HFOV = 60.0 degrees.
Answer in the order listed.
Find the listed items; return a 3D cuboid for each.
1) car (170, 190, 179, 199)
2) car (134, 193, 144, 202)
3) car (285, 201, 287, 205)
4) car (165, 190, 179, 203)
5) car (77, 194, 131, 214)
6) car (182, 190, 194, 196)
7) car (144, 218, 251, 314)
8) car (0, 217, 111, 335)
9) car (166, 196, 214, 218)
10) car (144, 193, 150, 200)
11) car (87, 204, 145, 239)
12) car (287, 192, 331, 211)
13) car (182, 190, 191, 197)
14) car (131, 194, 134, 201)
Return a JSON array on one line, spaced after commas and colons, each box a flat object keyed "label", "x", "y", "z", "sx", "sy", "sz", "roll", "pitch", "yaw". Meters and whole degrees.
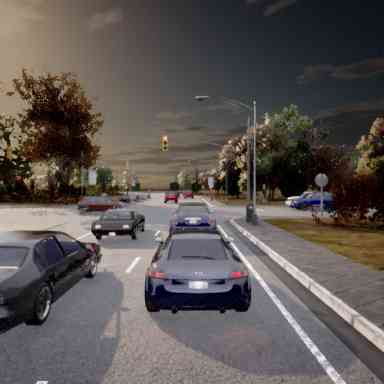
[{"label": "car", "x": -4.375, "y": 0.568, "z": 84.509, "sx": 2.150, "sy": 2.045, "sz": 5.566, "roll": 0, "pitch": 1, "yaw": -4}, {"label": "car", "x": -10.819, "y": 1.094, "z": 61.212, "sx": 2.128, "sy": 1.511, "sz": 4.902, "roll": 0, "pitch": 0, "yaw": 0}, {"label": "car", "x": 14.413, "y": 0.972, "z": 40.895, "sx": 5.566, "sy": 2.045, "sz": 2.150, "roll": 0, "pitch": 0, "yaw": -3}, {"label": "car", "x": -3.626, "y": 0.842, "z": 59.063, "sx": 2.150, "sy": 2.045, "sz": 5.566, "roll": 0, "pitch": 0, "yaw": 0}, {"label": "car", "x": -8.641, "y": 1.161, "z": 32.292, "sx": 4.553, "sy": 1.767, "sz": 2.097, "roll": 0, "pitch": 0, "yaw": -3}, {"label": "car", "x": -0.799, "y": 0.573, "z": 83.388, "sx": 2.150, "sy": 2.045, "sz": 5.566, "roll": 0, "pitch": 1, "yaw": -4}, {"label": "car", "x": 0.079, "y": 1.541, "z": 7.668, "sx": 1.994, "sy": 1.385, "sz": 4.181, "roll": 0, "pitch": 0, "yaw": -1}, {"label": "car", "x": -3.418, "y": 1.528, "z": 6.978, "sx": 2.033, "sy": 1.411, "sz": 5.357, "roll": 0, "pitch": 0, "yaw": -1}, {"label": "car", "x": 0.039, "y": 1.273, "z": 16.301, "sx": 2.097, "sy": 1.767, "sz": 4.553, "roll": 0, "pitch": 0, "yaw": 0}, {"label": "car", "x": -10.865, "y": 1.101, "z": 71.169, "sx": 1.895, "sy": 1.301, "sz": 4.718, "roll": 0, "pitch": 1, "yaw": -1}, {"label": "car", "x": -3.482, "y": 1.519, "z": 16.622, "sx": 1.895, "sy": 1.301, "sz": 4.718, "roll": 0, "pitch": 0, "yaw": -1}, {"label": "car", "x": 14.010, "y": 0.996, "z": 37.372, "sx": 5.566, "sy": 2.045, "sz": 2.150, "roll": 0, "pitch": 0, "yaw": -3}, {"label": "car", "x": -1.619, "y": 0.401, "z": 94.035, "sx": 2.097, "sy": 1.767, "sz": 4.553, "roll": 0, "pitch": 1, "yaw": -7}, {"label": "car", "x": -10.805, "y": 1.273, "z": 52.110, "sx": 1.895, "sy": 1.301, "sz": 4.718, "roll": 0, "pitch": 0, "yaw": 0}]
